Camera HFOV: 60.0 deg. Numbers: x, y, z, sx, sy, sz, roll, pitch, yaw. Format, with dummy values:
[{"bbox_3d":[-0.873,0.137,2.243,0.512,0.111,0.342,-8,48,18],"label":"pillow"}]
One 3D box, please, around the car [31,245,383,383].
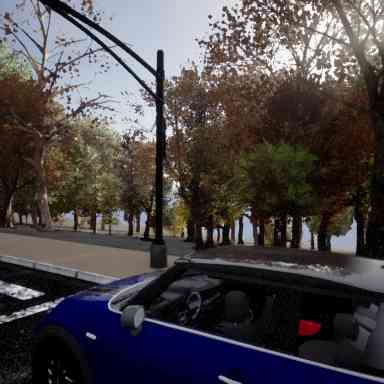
[{"bbox_3d":[0.409,1.352,3.364,4.553,1.767,2.097,0,0,34],"label":"car"}]
